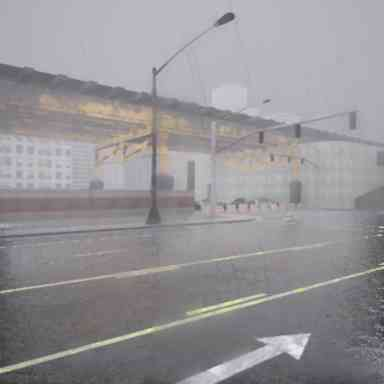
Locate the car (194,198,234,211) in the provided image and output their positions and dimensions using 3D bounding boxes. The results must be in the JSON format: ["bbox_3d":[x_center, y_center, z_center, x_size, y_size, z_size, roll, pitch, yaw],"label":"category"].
[{"bbox_3d":[2.432,1.356,40.255,4.536,1.218,1.853,0,0,8],"label":"car"}]

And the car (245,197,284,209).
[{"bbox_3d":[10.137,1.538,46.693,4.974,1.542,2.038,0,0,-7],"label":"car"}]

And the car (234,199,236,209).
[{"bbox_3d":[2.483,1.514,40.247,4.974,1.542,2.038,0,0,8],"label":"car"}]

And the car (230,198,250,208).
[{"bbox_3d":[6.243,1.368,42.983,1.853,1.218,4.536,0,0,18],"label":"car"}]

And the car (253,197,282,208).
[{"bbox_3d":[10.086,1.380,46.687,4.536,1.218,1.853,0,0,-7],"label":"car"}]

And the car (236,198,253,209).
[{"bbox_3d":[6.227,1.525,42.933,2.038,1.542,4.974,0,0,18],"label":"car"}]
